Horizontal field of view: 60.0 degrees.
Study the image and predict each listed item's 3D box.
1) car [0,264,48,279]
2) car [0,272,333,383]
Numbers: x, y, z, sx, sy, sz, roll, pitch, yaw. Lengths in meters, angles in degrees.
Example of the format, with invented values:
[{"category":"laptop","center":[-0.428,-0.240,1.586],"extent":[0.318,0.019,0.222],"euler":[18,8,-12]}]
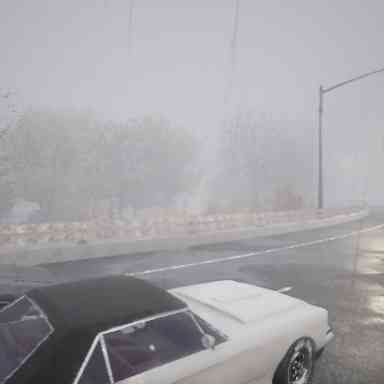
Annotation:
[{"category":"car","center":[-4.712,1.540,4.712],"extent":[5.357,1.411,2.033],"euler":[1,0,-36]},{"category":"car","center":[-0.563,1.617,3.479],"extent":[4.718,1.301,1.895],"euler":[1,0,-37]}]
